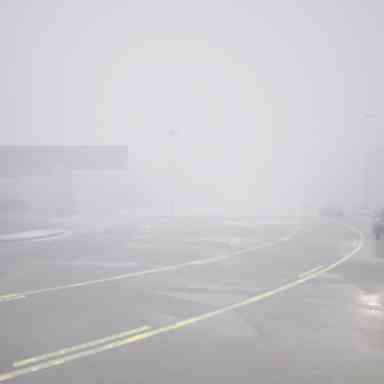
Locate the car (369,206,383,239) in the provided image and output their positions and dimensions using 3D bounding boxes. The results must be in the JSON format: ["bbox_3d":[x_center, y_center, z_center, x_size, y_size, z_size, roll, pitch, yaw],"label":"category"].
[{"bbox_3d":[11.129,1.772,18.521,2.128,1.511,4.902,0,-1,26],"label":"car"}]

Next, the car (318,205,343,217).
[{"bbox_3d":[15.818,2.129,38.137,1.994,1.385,4.181,0,-1,8],"label":"car"}]

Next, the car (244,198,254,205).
[{"bbox_3d":[15.437,2.748,87.842,1.882,1.535,5.008,0,-1,8],"label":"car"}]

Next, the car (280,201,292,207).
[{"bbox_3d":[20.400,2.609,72.327,1.994,1.385,4.181,0,-1,8],"label":"car"}]

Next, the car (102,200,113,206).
[{"bbox_3d":[-19.901,2.656,82.786,4.892,1.490,1.837,0,-1,7],"label":"car"}]

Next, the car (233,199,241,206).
[{"bbox_3d":[11.707,2.723,86.380,1.882,1.535,5.008,0,-1,8],"label":"car"}]

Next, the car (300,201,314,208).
[{"bbox_3d":[23.295,2.468,67.454,1.882,1.535,5.008,0,-1,8],"label":"car"}]

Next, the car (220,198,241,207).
[{"bbox_3d":[8.569,2.442,75.530,4.553,1.767,2.097,0,-1,3],"label":"car"}]

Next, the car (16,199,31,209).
[{"bbox_3d":[-31.209,2.103,59.356,4.611,1.667,2.242,0,-1,8],"label":"car"}]

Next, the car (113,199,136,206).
[{"bbox_3d":[-15.555,2.458,78.687,4.553,1.767,2.097,0,-1,7],"label":"car"}]

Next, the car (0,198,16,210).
[{"bbox_3d":[-31.202,2.182,53.559,3.806,1.475,1.970,0,-1,8],"label":"car"}]
